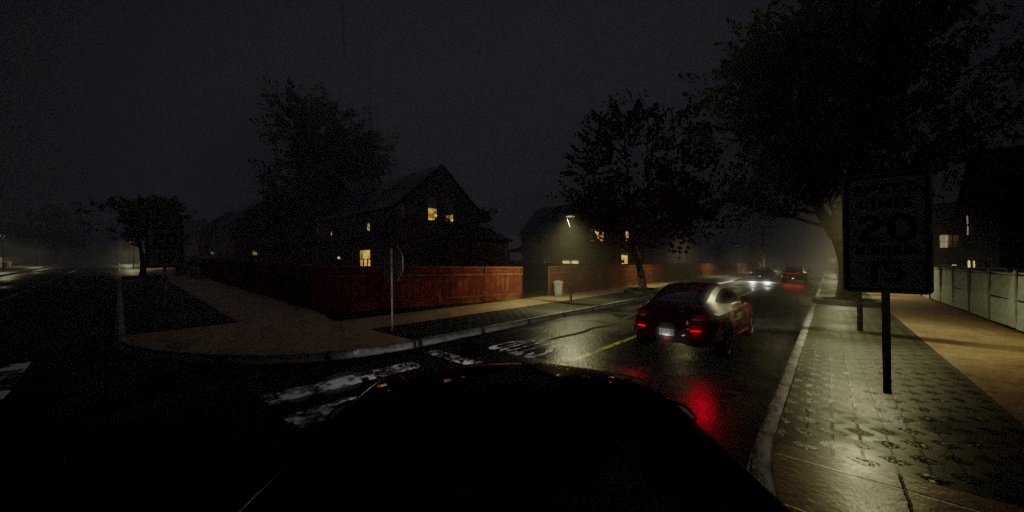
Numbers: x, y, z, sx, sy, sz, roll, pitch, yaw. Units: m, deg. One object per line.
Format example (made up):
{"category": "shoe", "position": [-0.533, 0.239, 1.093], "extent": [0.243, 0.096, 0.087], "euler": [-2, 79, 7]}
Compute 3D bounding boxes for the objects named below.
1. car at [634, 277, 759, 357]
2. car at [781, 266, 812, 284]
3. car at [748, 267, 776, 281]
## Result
{"category": "car", "position": [4.587, 1.366, 8.837], "extent": [1.812, 1.442, 4.674], "euler": [-1, -1, 42]}
{"category": "car", "position": [26.163, 1.730, 33.093], "extent": [1.837, 1.490, 4.892], "euler": [-1, -1, 42]}
{"category": "car", "position": [25.876, 1.854, 37.008], "extent": [1.994, 1.385, 4.181], "euler": [-1, -1, 42]}
